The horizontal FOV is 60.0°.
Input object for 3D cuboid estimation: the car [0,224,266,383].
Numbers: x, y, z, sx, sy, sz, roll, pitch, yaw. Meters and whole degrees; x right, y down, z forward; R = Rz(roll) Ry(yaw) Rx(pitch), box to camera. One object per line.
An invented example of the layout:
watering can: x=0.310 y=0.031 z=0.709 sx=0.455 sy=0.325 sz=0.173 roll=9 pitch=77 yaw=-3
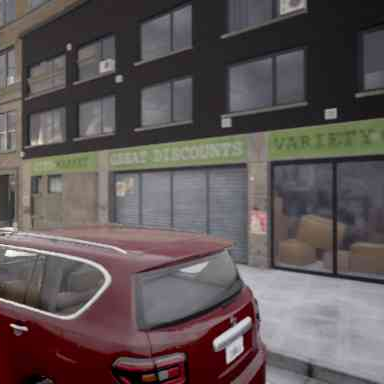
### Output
car: x=-1.613 y=1.322 z=3.992 sx=5.009 sy=1.841 sz=2.192 roll=0 pitch=0 yaw=35
